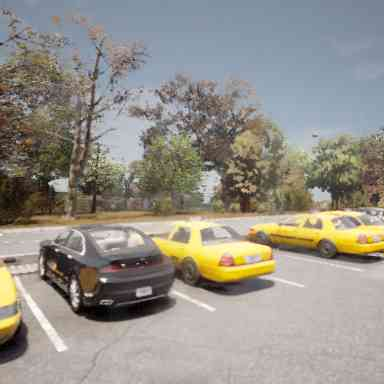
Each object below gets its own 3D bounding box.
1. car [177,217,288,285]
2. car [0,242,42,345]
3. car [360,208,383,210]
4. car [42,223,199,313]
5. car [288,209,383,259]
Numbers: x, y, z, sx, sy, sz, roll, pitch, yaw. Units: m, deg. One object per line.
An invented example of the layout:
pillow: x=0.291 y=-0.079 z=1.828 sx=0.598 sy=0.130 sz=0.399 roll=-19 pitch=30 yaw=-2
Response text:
car: x=-0.095 y=1.489 z=9.604 sx=1.946 sy=1.575 sz=5.366 roll=0 pitch=0 yaw=-35
car: x=-4.401 y=1.476 z=6.079 sx=1.946 sy=1.575 sz=5.366 roll=0 pitch=0 yaw=-35
car: x=6.900 y=1.517 z=14.135 sx=1.946 sy=1.575 sz=5.366 roll=0 pitch=0 yaw=-35
car: x=-2.244 y=1.487 z=7.836 sx=2.231 sy=1.521 sz=4.892 roll=0 pitch=0 yaw=-35
car: x=4.525 y=1.505 z=12.897 sx=1.946 sy=1.575 sz=5.366 roll=0 pitch=0 yaw=-35
